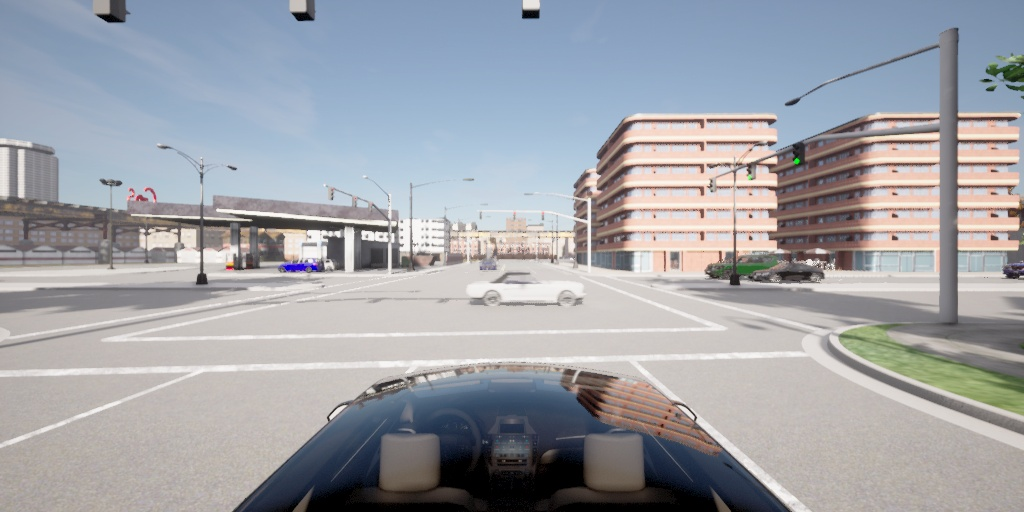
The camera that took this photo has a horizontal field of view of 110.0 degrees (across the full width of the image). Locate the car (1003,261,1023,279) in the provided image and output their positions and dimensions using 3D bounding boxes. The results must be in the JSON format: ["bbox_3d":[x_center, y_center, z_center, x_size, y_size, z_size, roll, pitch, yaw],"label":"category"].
[{"bbox_3d":[44.250,0.956,29.482,5.566,2.045,2.150,0,0,1],"label":"car"}]

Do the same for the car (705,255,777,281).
[{"bbox_3d":[19.090,0.955,29.721,5.566,2.045,2.150,0,0,0],"label":"car"}]

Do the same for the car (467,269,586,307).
[{"bbox_3d":[0.596,1.326,14.770,4.718,1.301,1.895,0,0,0],"label":"car"}]

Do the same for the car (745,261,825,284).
[{"bbox_3d":[20.131,1.262,26.203,4.674,1.442,1.812,0,0,0],"label":"car"}]

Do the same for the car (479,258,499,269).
[{"bbox_3d":[-3.175,1.076,47.842,2.097,1.767,4.553,0,0,0],"label":"car"}]
